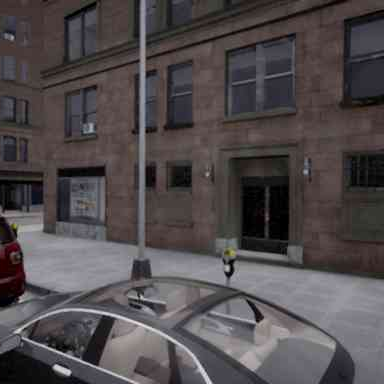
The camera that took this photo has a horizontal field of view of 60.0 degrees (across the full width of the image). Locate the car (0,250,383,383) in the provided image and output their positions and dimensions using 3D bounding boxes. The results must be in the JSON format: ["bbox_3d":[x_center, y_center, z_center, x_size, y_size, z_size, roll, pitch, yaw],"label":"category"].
[{"bbox_3d":[-0.513,1.528,3.148,4.403,1.369,2.008,1,0,34],"label":"car"}]

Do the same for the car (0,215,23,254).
[{"bbox_3d":[-5.205,1.238,6.349,5.009,1.841,2.192,1,0,34],"label":"car"}]
